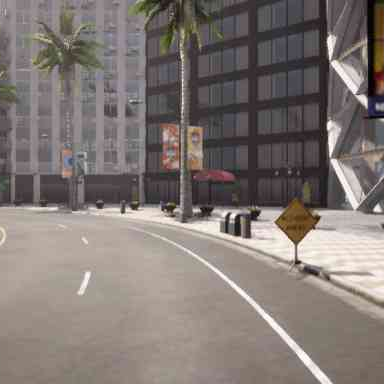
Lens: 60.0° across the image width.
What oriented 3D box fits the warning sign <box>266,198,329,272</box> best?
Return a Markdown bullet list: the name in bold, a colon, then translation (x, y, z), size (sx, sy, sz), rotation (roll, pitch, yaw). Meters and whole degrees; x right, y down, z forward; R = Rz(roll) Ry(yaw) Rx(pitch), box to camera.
- **warning sign**: translation (2.849, 1.099, 9.128), size (1.300, 1.860, 1.060), rotation (0, 0, -12)
